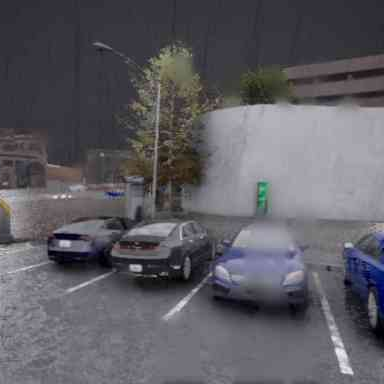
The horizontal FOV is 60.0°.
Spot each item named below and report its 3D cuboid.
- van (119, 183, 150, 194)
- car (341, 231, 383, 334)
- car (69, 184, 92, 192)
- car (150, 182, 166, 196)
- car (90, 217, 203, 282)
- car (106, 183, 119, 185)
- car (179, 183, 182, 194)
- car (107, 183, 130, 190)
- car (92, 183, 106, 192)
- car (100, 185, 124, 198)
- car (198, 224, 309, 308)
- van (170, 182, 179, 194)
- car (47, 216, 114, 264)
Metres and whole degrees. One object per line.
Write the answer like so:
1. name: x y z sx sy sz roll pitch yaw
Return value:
1. van: -9.899 -0.229 57.071 4.442 1.987 1.878 4 7 37
2. car: 4.185 1.486 6.457 2.097 1.535 5.008 0 -1 16
3. car: -23.520 -0.736 68.522 4.674 1.452 2.002 2 5 35
4. car: -7.505 -0.436 58.774 5.566 2.045 2.435 4 7 37
5. car: -0.582 1.524 9.948 2.231 1.521 4.892 0 -1 17
6. car: -18.666 -1.254 71.852 4.553 1.767 2.185 2 5 35
7. car: -2.469 -0.661 62.043 4.553 1.767 2.185 4 7 37
8. car: -16.293 -1.278 73.579 4.792 1.488 2.163 2 5 35
9. car: -21.078 -0.923 70.188 4.792 1.488 2.163 2 5 35
10. car: -12.509 0.164 55.541 5.008 1.535 2.097 4 7 37
11. car: 1.802 1.544 8.196 2.002 1.452 4.674 0 -1 17
12. van: -5.060 -0.589 60.453 4.442 1.987 1.878 4 7 37
13. car: -2.928 1.574 11.763 2.163 1.488 4.792 0 -1 18
